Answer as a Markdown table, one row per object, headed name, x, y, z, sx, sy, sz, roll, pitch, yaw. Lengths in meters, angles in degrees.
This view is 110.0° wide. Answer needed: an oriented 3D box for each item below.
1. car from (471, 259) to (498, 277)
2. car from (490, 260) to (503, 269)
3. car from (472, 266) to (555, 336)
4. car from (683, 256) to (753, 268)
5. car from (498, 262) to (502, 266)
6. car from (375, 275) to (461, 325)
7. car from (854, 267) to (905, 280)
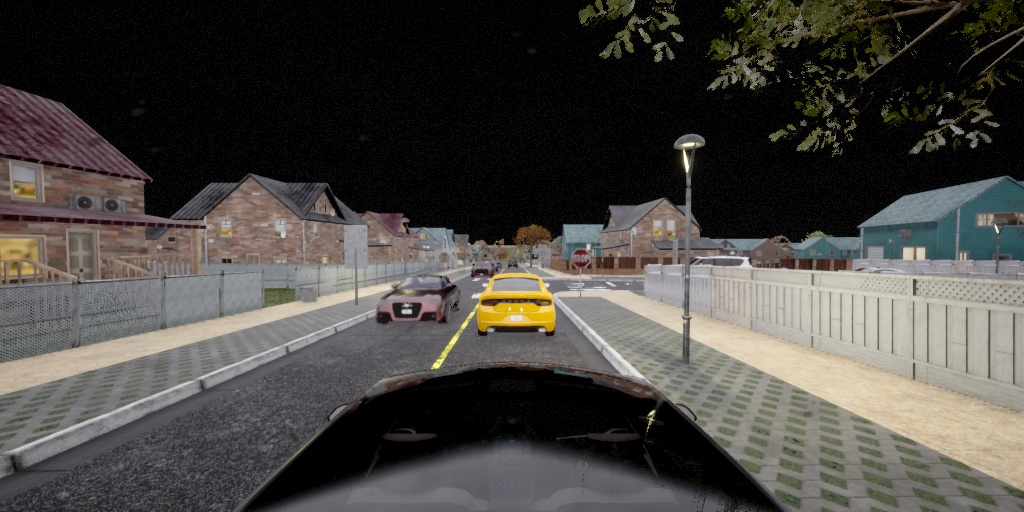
| name | x | y | z | sx | sy | sz | roll | pitch | yaw |
| --- | --- | --- | --- | --- | --- | --- | --- | --- | --- |
| car | -2.827 | 1.154 | 35.556 | 2.097 | 1.767 | 4.553 | 0 | 0 | 0 |
| car | -2.770 | 1.524 | 64.948 | 2.033 | 1.411 | 5.357 | 0 | 0 | 0 |
| car | 0.117 | 1.227 | 10.433 | 1.882 | 1.535 | 5.008 | 0 | 0 | 0 |
| car | 13.409 | 1.015 | 24.661 | 5.566 | 2.045 | 2.150 | 1 | 2 | 8 |
| car | -2.816 | 1.208 | 47.001 | 2.097 | 1.767 | 4.553 | 0 | -1 | 0 |
| car | -2.845 | 1.314 | 11.689 | 1.994 | 1.385 | 4.181 | 0 | 0 | 0 |
| car | 23.049 | 1.424 | 22.902 | 4.674 | 1.442 | 1.812 | 1 | 2 | 13 |
